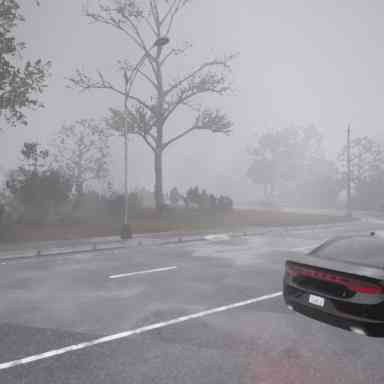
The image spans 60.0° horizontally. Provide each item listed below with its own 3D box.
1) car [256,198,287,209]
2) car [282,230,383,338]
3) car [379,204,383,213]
[{"bbox_3d":[10.716,1.515,45.113,2.128,1.511,4.902,0,0,-27],"label":"car"},{"bbox_3d":[3.906,1.477,6.414,5.008,1.535,1.882,0,0,-35],"label":"car"},{"bbox_3d":[19.542,1.501,29.925,1.837,1.490,4.892,0,0,-36],"label":"car"}]
